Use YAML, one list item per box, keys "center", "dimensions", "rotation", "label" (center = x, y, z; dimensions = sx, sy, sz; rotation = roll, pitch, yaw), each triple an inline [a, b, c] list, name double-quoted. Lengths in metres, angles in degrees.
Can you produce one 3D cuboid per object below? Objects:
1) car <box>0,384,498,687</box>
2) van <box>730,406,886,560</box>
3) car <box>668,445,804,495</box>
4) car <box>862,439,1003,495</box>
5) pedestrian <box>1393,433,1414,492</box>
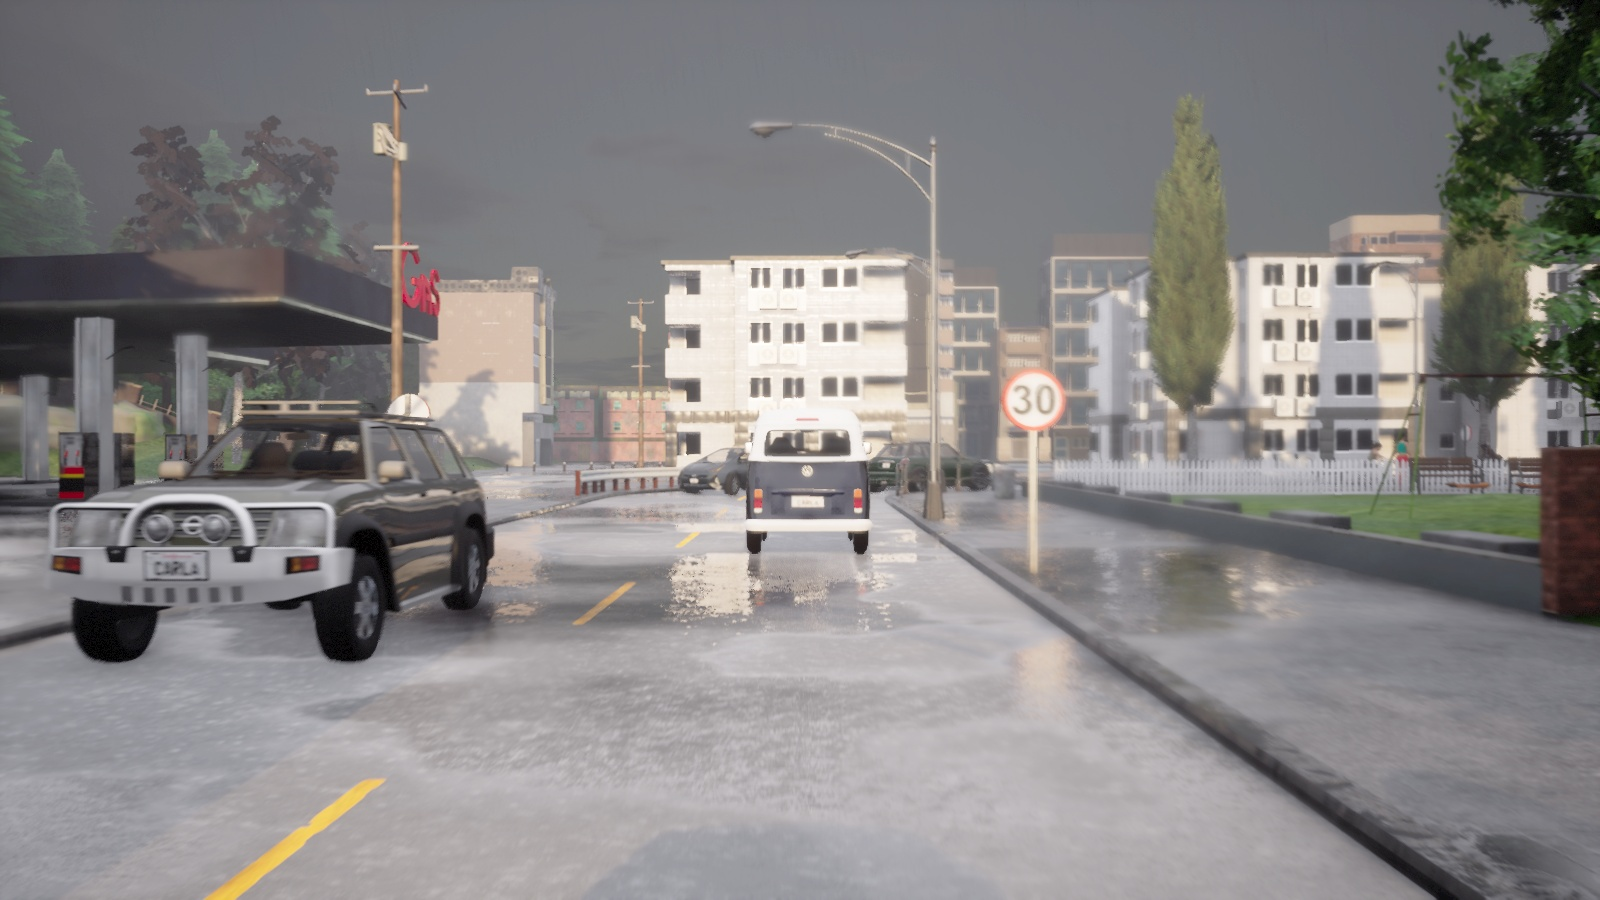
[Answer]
- center: [-3.931, 0.544, 10.000]
  dimensions: [1.932, 1.855, 4.605]
  rotation: [0, 0, 0]
  label: "car"
- center: [0.121, 0.434, 18.948]
  dimensions: [2.069, 2.038, 4.480]
  rotation: [0, 0, 0]
  label: "van"
- center: [-2.006, 0.616, 40.707]
  dimensions: [2.007, 1.525, 4.514]
  rotation: [0, 0, 36]
  label: "car"
- center: [4.426, 0.530, 41.519]
  dimensions: [4.553, 1.767, 2.097]
  rotation: [0, 0, -41]
  label: "car"
- center: [18.935, 0.396, 39.379]
  dimensions: [0.594, 1.836, 0.345]
  rotation: [0, 0, -36]
  label: "pedestrian"
